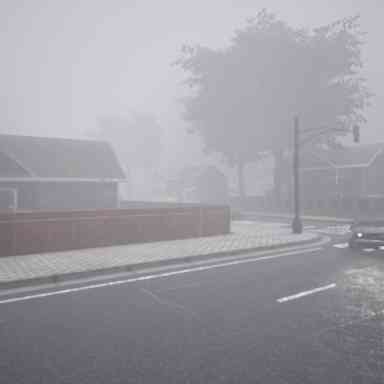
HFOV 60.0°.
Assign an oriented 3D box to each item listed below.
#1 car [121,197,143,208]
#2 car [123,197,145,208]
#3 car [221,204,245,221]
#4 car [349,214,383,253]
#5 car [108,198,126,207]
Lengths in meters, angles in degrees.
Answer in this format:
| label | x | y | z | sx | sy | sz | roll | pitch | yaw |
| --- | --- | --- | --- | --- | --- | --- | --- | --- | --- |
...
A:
| label | x | y | z | sx | sy | sz | roll | pitch | yaw |
| --- | --- | --- | --- | --- | --- | --- | --- | --- | --- |
| car | -8.589 | 1.828 | 46.596 | 1.812 | 1.442 | 4.674 | -1 | 0 | -29 |
| car | -9.497 | 1.676 | 54.150 | 2.097 | 1.767 | 4.553 | -1 | 0 | -28 |
| car | 2.569 | 1.717 | 28.404 | 1.994 | 1.385 | 4.181 | -1 | 0 | -33 |
| car | 7.477 | 1.593 | 13.385 | 1.895 | 1.301 | 4.718 | 0 | 0 | 25 |
| car | -14.206 | 1.947 | 62.946 | 2.033 | 1.411 | 5.357 | -1 | 0 | -26 |
